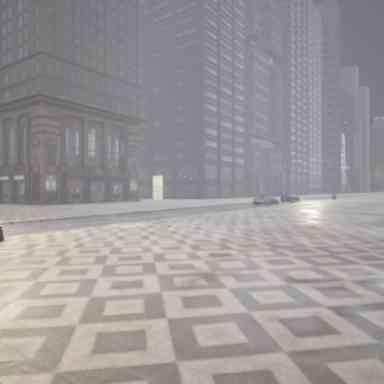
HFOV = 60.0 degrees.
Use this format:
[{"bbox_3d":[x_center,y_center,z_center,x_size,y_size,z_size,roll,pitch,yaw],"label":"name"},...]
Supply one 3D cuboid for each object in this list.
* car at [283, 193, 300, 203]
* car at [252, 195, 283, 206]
[{"bbox_3d":[15.362,0.960,52.047,1.882,1.535,5.008,0,0,35],"label":"car"},{"bbox_3d":[9.771,1.117,44.054,2.033,1.411,5.357,0,0,36],"label":"car"}]
